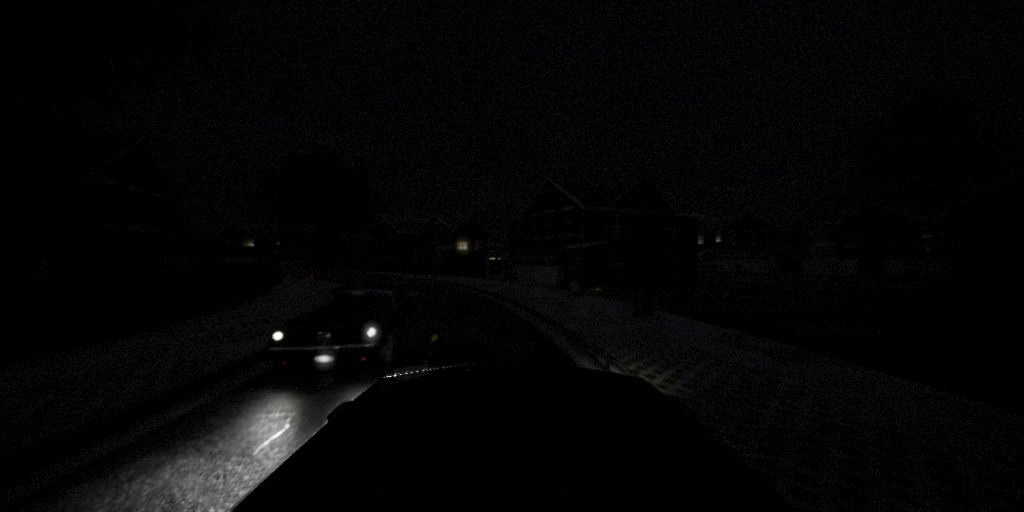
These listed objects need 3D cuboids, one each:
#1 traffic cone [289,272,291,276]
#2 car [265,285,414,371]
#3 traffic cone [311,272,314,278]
[{"bbox_3d":[-22.325,1.811,36.064,0.340,0.580,0.340,0,0,33],"label":"traffic cone"},{"bbox_3d":[-3.399,1.370,8.008,1.895,1.301,4.718,0,0,-9],"label":"car"},{"bbox_3d":[-18.535,1.801,33.265,0.340,0.580,0.340,0,0,40],"label":"traffic cone"}]
